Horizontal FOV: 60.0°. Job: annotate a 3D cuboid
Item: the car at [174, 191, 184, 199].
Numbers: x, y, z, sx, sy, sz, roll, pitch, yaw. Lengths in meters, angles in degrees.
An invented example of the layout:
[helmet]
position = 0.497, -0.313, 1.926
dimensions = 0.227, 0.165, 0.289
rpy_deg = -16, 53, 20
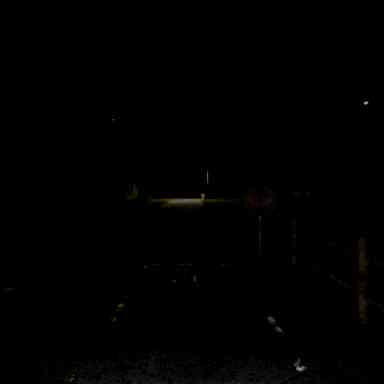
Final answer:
[car]
position = -2.737, 0.668, 72.612
dimensions = 2.097, 1.767, 4.553
rpy_deg = 0, 0, 0
